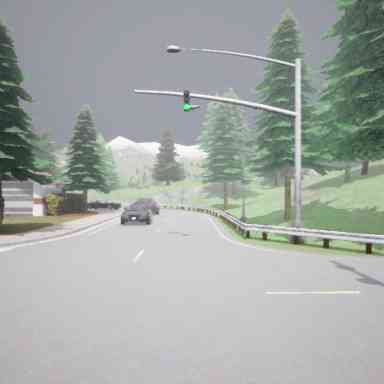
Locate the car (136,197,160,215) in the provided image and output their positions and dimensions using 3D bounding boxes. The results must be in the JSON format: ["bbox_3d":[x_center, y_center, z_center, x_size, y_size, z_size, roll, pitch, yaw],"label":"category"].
[{"bbox_3d":[-4.734,1.351,33.927,2.097,1.767,4.553,0,0,-19],"label":"car"}]

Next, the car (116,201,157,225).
[{"bbox_3d":[-3.924,1.563,24.134,1.994,1.385,4.181,0,0,-2],"label":"car"}]

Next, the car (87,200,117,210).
[{"bbox_3d":[-11.289,1.606,41.681,4.718,1.301,1.895,0,0,14],"label":"car"}]
